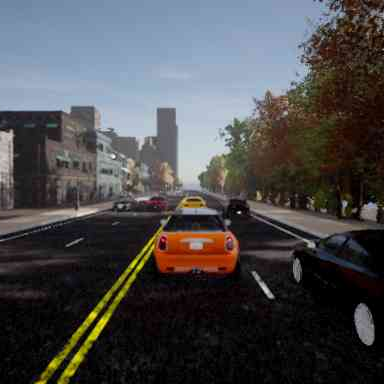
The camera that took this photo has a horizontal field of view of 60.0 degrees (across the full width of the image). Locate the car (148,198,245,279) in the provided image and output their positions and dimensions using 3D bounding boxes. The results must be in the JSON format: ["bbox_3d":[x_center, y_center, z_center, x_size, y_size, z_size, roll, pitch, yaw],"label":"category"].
[{"bbox_3d":[0.107,1.235,9.802,2.097,1.767,4.553,0,1,0],"label":"car"}]

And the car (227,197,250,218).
[{"bbox_3d":[3.391,1.197,26.193,1.837,1.490,4.892,0,1,0],"label":"car"}]

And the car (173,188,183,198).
[{"bbox_3d":[-3.109,0.216,74.911,2.150,2.045,5.566,0,1,0],"label":"car"}]

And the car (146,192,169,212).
[{"bbox_3d":[-3.286,1.090,32.449,1.882,1.535,5.008,0,1,0],"label":"car"}]

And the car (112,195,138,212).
[{"bbox_3d":[-6.535,1.096,32.817,2.128,1.511,4.902,0,1,0],"label":"car"}]

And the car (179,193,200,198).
[{"bbox_3d":[0.146,1.150,27.615,1.882,1.535,5.008,0,1,0],"label":"car"}]

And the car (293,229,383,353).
[{"bbox_3d":[3.341,1.408,6.043,1.882,1.535,5.008,0,1,0],"label":"car"}]
